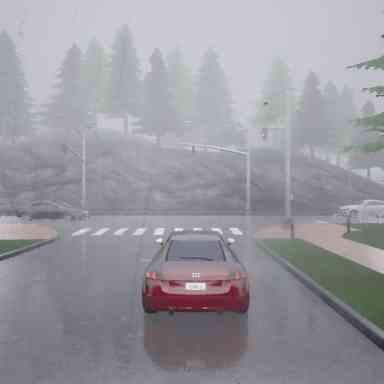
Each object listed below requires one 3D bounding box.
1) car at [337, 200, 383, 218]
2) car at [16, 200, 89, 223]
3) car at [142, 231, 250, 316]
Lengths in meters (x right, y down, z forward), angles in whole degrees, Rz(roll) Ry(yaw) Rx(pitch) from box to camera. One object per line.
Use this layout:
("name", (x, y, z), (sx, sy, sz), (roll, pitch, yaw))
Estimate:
("car", (14.352, 1.363, 27.158), (4.674, 1.442, 1.812), (0, 0, 0))
("car", (-9.667, 1.329, 23.166), (4.902, 1.511, 2.128), (0, 0, 5))
("car", (0.078, 1.564, 7.625), (1.994, 1.385, 4.181), (0, 0, 0))
